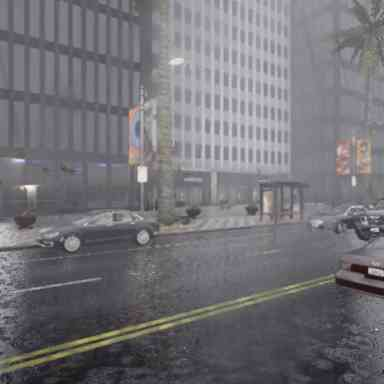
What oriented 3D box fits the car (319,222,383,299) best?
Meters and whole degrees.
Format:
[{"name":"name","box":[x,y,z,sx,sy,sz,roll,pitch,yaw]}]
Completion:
[{"name":"car","box":[5.461,1.531,7.642,5.357,1.411,2.033,0,0,-36]}]

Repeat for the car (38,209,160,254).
[{"name":"car","box":[-3.652,1.472,13.653,4.892,1.521,2.231,0,0,-35]}]

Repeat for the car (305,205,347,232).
[{"name":"car","box":[8.330,1.459,18.500,4.902,1.511,2.128,0,0,-35]}]

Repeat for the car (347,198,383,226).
[{"name":"car","box":[9.740,1.190,15.228,5.566,2.045,2.150,0,0,-35]}]
